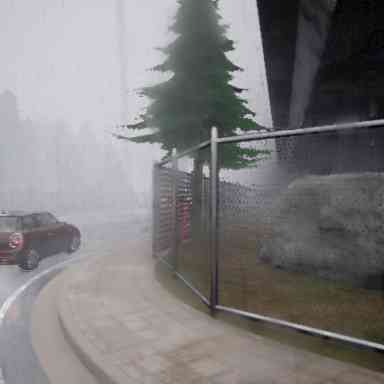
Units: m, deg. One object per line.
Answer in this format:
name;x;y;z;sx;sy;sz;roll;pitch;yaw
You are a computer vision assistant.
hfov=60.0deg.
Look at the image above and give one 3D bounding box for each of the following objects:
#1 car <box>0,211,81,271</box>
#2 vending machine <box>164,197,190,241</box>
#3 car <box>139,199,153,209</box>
car;-5.536;1.412;11.332;2.097;1.767;4.553;0;0;3
vending machine;-0.735;1.313;16.506;1.100;2.100;0.880;0;0;14
car;-6.780;1.841;52.923;2.128;1.511;4.902;0;0;14
